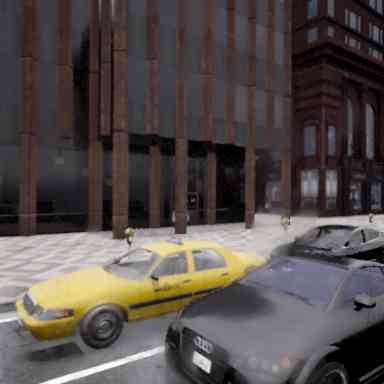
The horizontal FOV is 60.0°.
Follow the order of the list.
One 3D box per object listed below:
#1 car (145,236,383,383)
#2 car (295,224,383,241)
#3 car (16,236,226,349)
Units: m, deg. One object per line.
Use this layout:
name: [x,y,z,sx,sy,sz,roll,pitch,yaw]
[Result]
car: [1.727,1.596,4.608,4.181,1.385,1.994,1,0,-35]
car: [4.179,1.638,9.628,4.313,1.339,1.947,1,0,-35]
car: [-0.549,1.550,6.257,4.829,1.417,1.752,1,0,-35]
